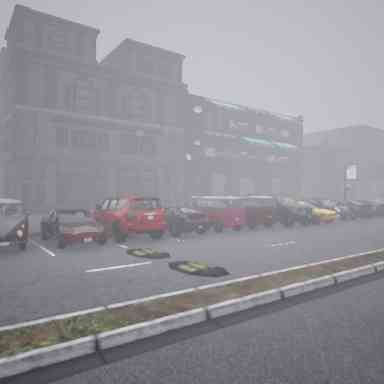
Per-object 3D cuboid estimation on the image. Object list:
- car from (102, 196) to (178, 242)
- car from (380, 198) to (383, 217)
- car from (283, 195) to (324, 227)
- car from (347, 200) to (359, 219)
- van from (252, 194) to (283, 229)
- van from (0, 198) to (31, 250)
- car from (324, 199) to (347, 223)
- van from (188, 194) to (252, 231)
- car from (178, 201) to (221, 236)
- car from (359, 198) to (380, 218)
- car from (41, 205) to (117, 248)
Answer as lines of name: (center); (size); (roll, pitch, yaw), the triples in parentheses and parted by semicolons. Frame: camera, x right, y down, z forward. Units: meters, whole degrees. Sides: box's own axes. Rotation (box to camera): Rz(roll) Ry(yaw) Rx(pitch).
car: (-3.365, 1.220, 16.737); (2.435, 2.045, 5.566); (0, 0, -35)
car: (14.770, 1.410, 29.602); (2.163, 1.488, 4.792); (0, 0, -35)
car: (5.837, 1.188, 23.184); (2.435, 2.045, 5.566); (0, 0, -35)
car: (10.237, 1.288, 26.385); (2.185, 1.767, 4.553); (0, 0, -35)
van: (3.388, 1.225, 21.626); (1.878, 1.987, 4.442); (0, 0, -35)
van: (-7.822, 1.250, 13.410); (1.878, 1.987, 4.442); (0, 0, -35)
car: (8.197, 1.424, 24.670); (1.946, 1.575, 5.366); (0, 0, -35)
van: (1.222, 1.234, 20.093); (1.878, 1.987, 4.442); (0, 0, -35)
car: (-0.976, 1.467, 18.383); (2.231, 1.521, 4.892); (0, 0, -35)
car: (12.524, 1.398, 27.964); (2.097, 1.535, 5.008); (0, 0, -35)
car: (-5.499, 1.504, 15.160); (2.163, 1.488, 4.792); (0, 0, -35)
